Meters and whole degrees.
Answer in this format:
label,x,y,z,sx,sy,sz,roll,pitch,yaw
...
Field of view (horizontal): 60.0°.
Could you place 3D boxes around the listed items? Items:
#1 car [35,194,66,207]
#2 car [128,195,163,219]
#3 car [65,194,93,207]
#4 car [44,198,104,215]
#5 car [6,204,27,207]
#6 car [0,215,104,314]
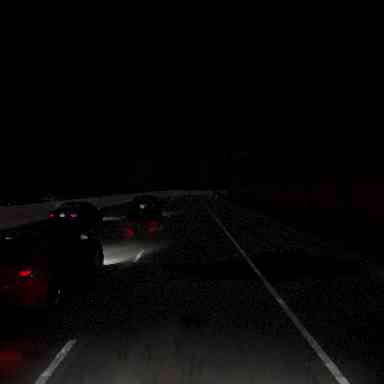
label,x,y,z,sx,sy,sz,roll,pitch,yaw
car,-17.577,0.979,41.471,1.812,1.442,4.674,0,1,0
car,-3.414,1.022,24.974,2.097,1.767,4.553,0,1,0
car,-14.077,1.015,41.614,1.994,1.385,4.181,0,1,0
car,-6.933,1.278,20.357,2.033,1.411,5.357,0,1,0
car,-21.078,1.066,40.566,1.895,1.301,4.718,0,1,0
car,-3.425,1.464,7.494,1.994,1.385,4.181,0,1,0
